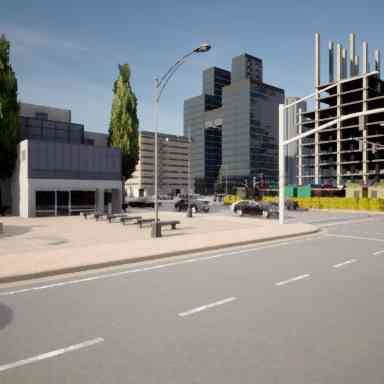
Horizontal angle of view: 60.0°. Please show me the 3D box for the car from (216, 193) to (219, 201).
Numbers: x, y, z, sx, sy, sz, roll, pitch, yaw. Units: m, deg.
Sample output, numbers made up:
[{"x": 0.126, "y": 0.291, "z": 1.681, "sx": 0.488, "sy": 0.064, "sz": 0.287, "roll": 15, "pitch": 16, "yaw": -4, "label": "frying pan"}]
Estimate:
[{"x": 6.099, "y": 1.156, "z": 70.041, "sx": 3.866, "sy": 1.878, "sz": 1.905, "roll": 0, "pitch": 0, "yaw": -40, "label": "car"}]

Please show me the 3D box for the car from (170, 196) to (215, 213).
[{"x": -0.016, "y": 1.505, "z": 36.729, "sx": 1.837, "sy": 1.490, "sz": 4.892, "roll": 0, "pitch": 0, "yaw": -38, "label": "car"}]

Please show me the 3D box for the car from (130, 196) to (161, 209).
[{"x": -6.574, "y": 1.601, "z": 45.055, "sx": 1.895, "sy": 1.301, "sz": 4.718, "roll": 0, "pitch": 0, "yaw": -38, "label": "car"}]

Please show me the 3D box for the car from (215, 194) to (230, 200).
[{"x": 8.692, "y": 1.395, "z": 94.193, "sx": 3.806, "sy": 1.475, "sz": 1.970, "roll": 0, "pitch": 0, "yaw": -40, "label": "car"}]

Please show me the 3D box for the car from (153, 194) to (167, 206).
[{"x": -6.406, "y": 1.478, "z": 50.515, "sx": 1.882, "sy": 1.535, "sz": 5.008, "roll": 0, "pitch": 0, "yaw": -38, "label": "car"}]

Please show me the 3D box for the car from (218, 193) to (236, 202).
[{"x": 7.941, "y": 1.395, "z": 67.807, "sx": 3.806, "sy": 1.475, "sz": 1.970, "roll": 0, "pitch": 0, "yaw": -40, "label": "car"}]

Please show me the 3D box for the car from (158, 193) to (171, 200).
[{"x": -6.472, "y": 1.156, "z": 85.110, "sx": 3.866, "sy": 1.878, "sz": 1.905, "roll": 0, "pitch": 0, "yaw": -40, "label": "car"}]

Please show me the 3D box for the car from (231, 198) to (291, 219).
[{"x": 5.810, "y": 1.491, "z": 29.340, "sx": 2.128, "sy": 1.511, "sz": 4.902, "roll": 0, "pitch": 0, "yaw": -38, "label": "car"}]

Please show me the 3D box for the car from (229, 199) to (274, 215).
[{"x": 6.115, "y": 1.526, "z": 34.639, "sx": 1.812, "sy": 1.442, "sz": 4.674, "roll": 0, "pitch": 0, "yaw": -38, "label": "car"}]

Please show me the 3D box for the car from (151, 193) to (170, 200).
[{"x": -8.280, "y": 1.153, "z": 87.371, "sx": 4.605, "sy": 1.855, "sz": 1.932, "roll": 0, "pitch": 0, "yaw": -40, "label": "car"}]

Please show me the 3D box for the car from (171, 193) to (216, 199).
[{"x": 0.091, "y": 1.221, "z": 42.246, "sx": 2.150, "sy": 2.045, "sz": 5.566, "roll": 0, "pitch": 0, "yaw": -38, "label": "car"}]

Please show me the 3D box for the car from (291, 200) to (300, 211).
[{"x": 10.648, "y": 1.491, "z": 40.422, "sx": 2.128, "sy": 1.511, "sz": 4.902, "roll": 0, "pitch": 0, "yaw": -38, "label": "car"}]
